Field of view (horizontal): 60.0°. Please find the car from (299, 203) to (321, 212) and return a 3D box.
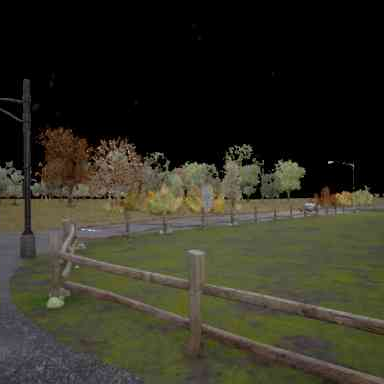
[{"bbox_3d":[18.874,2.448,52.974,2.033,1.411,5.357,-1,-2,40],"label":"car"}]
